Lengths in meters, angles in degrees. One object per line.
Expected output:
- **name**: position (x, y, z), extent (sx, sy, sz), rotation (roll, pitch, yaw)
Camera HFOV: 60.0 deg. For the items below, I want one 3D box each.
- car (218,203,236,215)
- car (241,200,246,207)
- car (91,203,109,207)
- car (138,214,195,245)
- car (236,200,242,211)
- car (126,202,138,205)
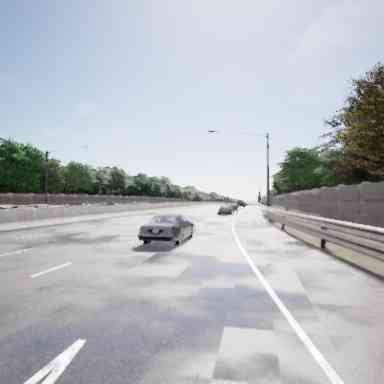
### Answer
- **car**: position (4.927, 2.595, 48.474), extent (1.994, 1.385, 4.181), rotation (0, -1, 11)
- **car**: position (13.727, 3.305, 93.750), extent (2.150, 2.045, 5.566), rotation (0, -1, 11)
- **car**: position (-17.286, 2.783, 62.663), extent (1.882, 1.535, 5.008), rotation (0, -1, 11)
- **car**: position (-1.152, 1.835, 17.191), extent (2.033, 1.411, 5.357), rotation (0, -1, 11)
- **car**: position (7.985, 2.895, 64.201), extent (2.128, 1.511, 4.902), rotation (0, -1, 11)
- **car**: position (-14.254, 3.144, 78.195), extent (1.882, 1.535, 5.008), rotation (0, -1, 11)
